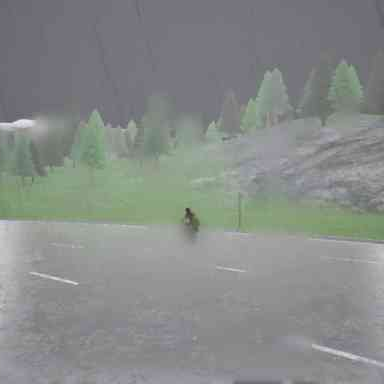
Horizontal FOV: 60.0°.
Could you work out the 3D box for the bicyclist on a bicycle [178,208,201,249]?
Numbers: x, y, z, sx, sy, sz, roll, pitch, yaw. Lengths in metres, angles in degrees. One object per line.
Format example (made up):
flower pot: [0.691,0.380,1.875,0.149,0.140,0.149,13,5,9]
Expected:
bicyclist on a bicycle: [-0.074,1.452,13.473,0.582,1.620,1.656,0,0,35]
